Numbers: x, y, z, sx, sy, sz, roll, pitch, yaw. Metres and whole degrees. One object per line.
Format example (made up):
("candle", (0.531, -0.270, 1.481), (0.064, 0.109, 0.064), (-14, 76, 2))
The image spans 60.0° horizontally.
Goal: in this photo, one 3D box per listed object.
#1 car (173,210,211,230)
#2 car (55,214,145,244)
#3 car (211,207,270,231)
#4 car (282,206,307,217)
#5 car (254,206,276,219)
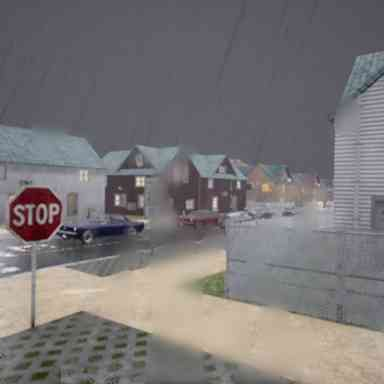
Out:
("car", (0.656, 2.041, 25.011), (1.895, 1.301, 4.718), (2, 0, 36))
("car", (-4.776, 1.841, 17.609), (1.895, 1.301, 4.718), (2, 0, 36))
("car", (3.628, 2.056, 24.128), (1.812, 1.442, 4.674), (2, 0, 37))
("car", (12.733, 2.456, 41.327), (1.994, 1.385, 4.181), (2, 0, 37))
("car", (6.843, 2.176, 33.390), (1.837, 1.490, 4.892), (2, 0, 36))
